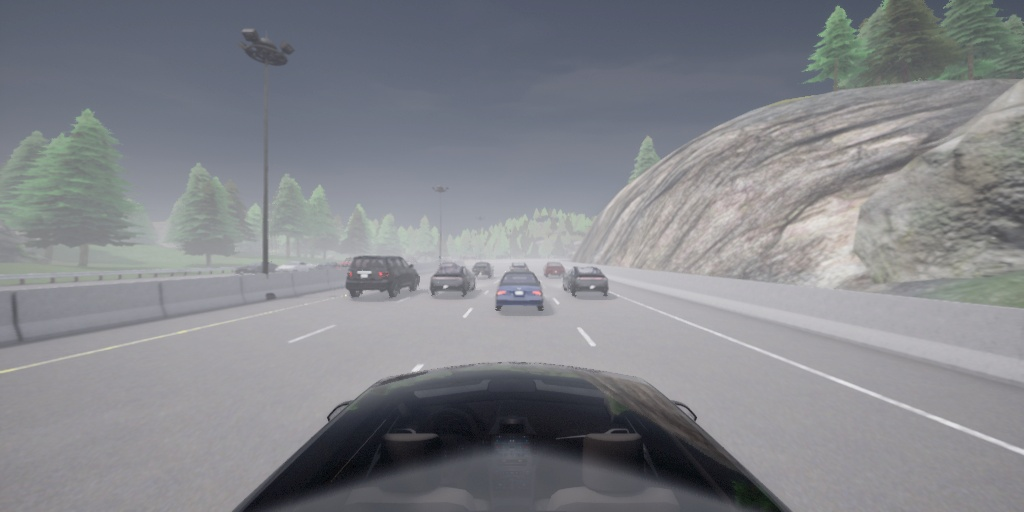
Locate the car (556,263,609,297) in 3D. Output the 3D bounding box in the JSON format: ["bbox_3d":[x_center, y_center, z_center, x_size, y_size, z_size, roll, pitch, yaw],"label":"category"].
[{"bbox_3d":[3.896,1.306,19.566,2.128,1.511,4.902,0,0,1],"label":"car"}]

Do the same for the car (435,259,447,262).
[{"bbox_3d":[-6.314,1.352,36.127,1.812,1.442,4.674,0,0,1],"label":"car"}]

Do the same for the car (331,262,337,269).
[{"bbox_3d":[-16.943,1.017,39.015,2.150,2.045,5.566,0,0,1],"label":"car"}]

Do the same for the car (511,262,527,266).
[{"bbox_3d":[0.676,1.339,34.992,2.128,1.511,4.902,0,0,1],"label":"car"}]

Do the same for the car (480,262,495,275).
[{"bbox_3d":[-2.823,1.341,35.109,1.837,1.490,4.892,0,0,1],"label":"car"}]

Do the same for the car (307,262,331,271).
[{"bbox_3d":[-20.423,1.353,40.046,1.994,1.385,4.181,0,0,1],"label":"car"}]

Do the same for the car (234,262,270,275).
[{"bbox_3d":[-27.443,1.309,39.178,2.033,1.411,5.357,0,0,1],"label":"car"}]

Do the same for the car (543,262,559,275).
[{"bbox_3d":[4.205,1.342,36.484,1.882,1.535,5.008,0,0,1],"label":"car"}]

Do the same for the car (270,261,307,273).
[{"bbox_3d":[-23.932,1.301,39.584,1.812,1.442,4.674,0,0,1],"label":"car"}]

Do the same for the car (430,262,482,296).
[{"bbox_3d":[-3.106,1.281,19.470,2.128,1.511,4.902,0,0,1],"label":"car"}]

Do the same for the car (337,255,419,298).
[{"bbox_3d":[-6.616,0.998,18.866,2.150,2.045,5.566,0,0,1],"label":"car"}]

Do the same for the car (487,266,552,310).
[{"bbox_3d":[0.304,1.337,14.904,2.033,1.411,5.357,0,0,1],"label":"car"}]
